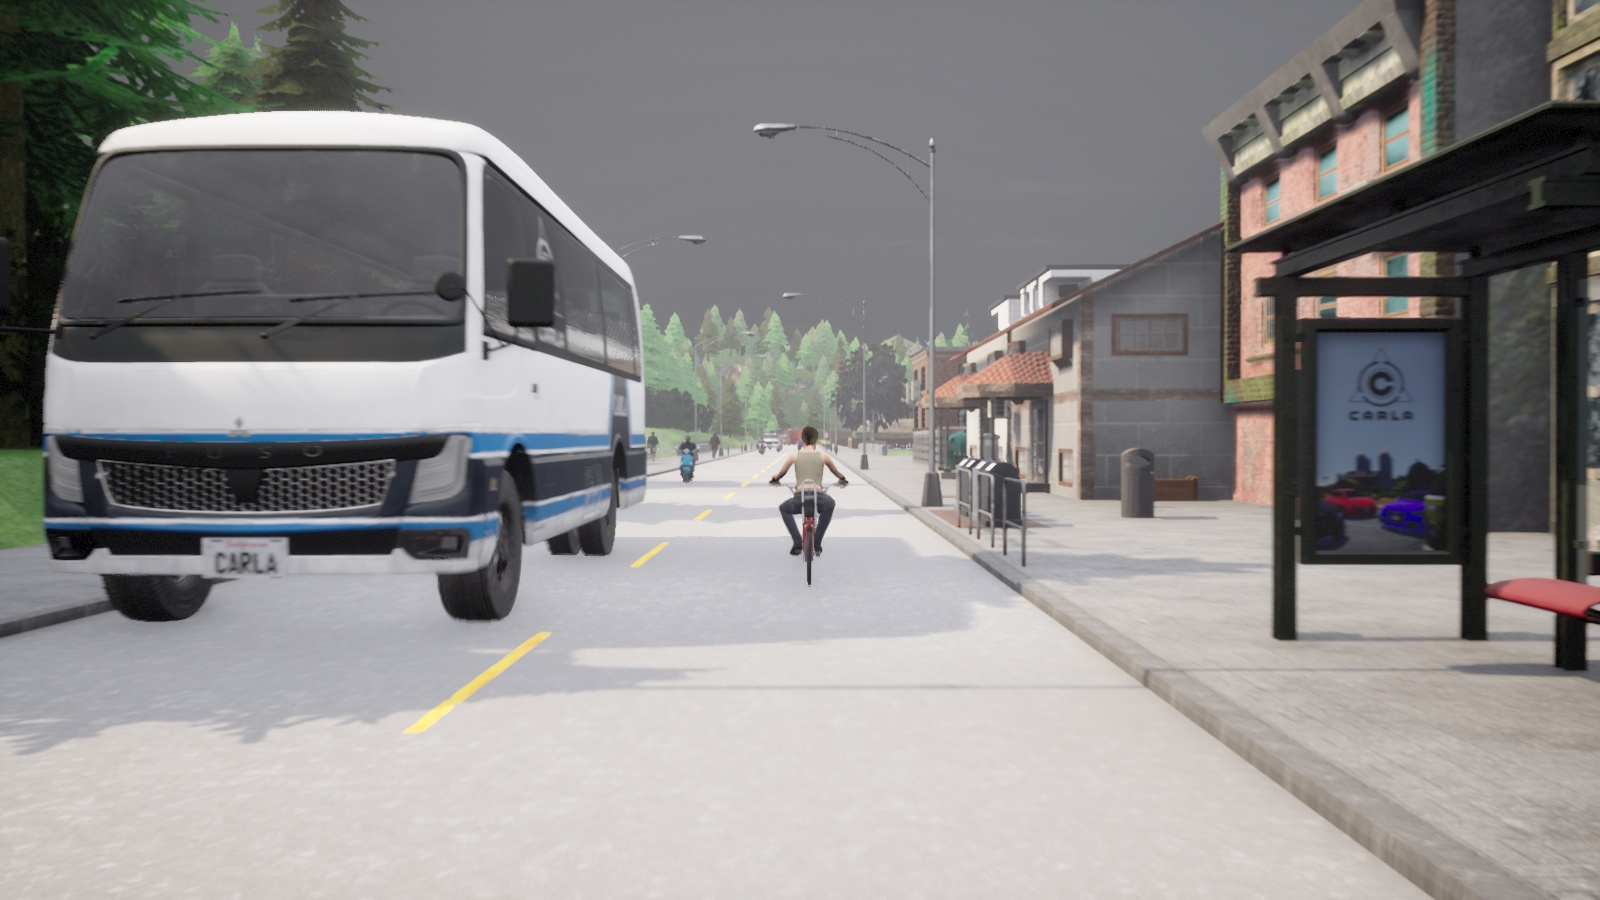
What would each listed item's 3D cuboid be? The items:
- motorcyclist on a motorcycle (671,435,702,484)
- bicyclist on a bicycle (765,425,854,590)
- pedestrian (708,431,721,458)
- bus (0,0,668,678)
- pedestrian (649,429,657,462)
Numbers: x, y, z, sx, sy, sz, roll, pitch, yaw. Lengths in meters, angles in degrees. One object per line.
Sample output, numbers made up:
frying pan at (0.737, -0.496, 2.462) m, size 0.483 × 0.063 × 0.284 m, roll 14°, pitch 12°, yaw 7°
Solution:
motorcyclist on a motorcycle at (-3.752, 0.293, 41.616) m, size 0.866 × 1.590 × 1.817 m, roll 0°, pitch 0°, yaw 0°
bicyclist on a bicycle at (0.093, 0.556, 13.026) m, size 0.866 × 1.612 × 1.509 m, roll 0°, pitch 1°, yaw 0°
pedestrian at (-5.834, -0.378, 85.672) m, size 0.634 × 1.844 × 0.899 m, roll 0°, pitch 1°, yaw 13°
bus at (-3.911, -0.760, 13.005) m, size 3.944 × 4.253 × 10.273 m, roll 0°, pitch 1°, yaw 0°
pedestrian at (-8.218, -0.231, 70.239) m, size 0.370 × 1.835 × 0.726 m, roll 0°, pitch 1°, yaw 0°
